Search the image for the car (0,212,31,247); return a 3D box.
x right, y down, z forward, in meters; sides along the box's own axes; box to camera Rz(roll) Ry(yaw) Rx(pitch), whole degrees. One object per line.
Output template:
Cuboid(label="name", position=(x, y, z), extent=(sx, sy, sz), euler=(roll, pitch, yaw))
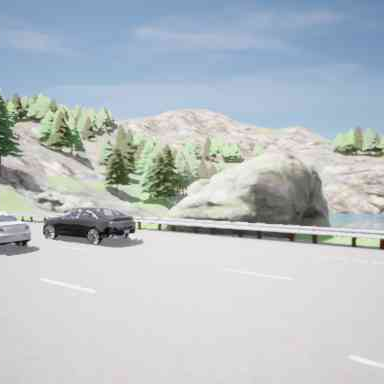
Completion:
Cuboid(label="car", position=(-8.423, 1.502, 13.427), extent=(4.674, 1.442, 1.812), euler=(0, 0, 31))

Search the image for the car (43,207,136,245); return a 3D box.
Cuboid(label="car", position=(-4.815, 1.462, 15.316), extent=(4.902, 1.511, 2.128), euler=(0, 0, 32))
